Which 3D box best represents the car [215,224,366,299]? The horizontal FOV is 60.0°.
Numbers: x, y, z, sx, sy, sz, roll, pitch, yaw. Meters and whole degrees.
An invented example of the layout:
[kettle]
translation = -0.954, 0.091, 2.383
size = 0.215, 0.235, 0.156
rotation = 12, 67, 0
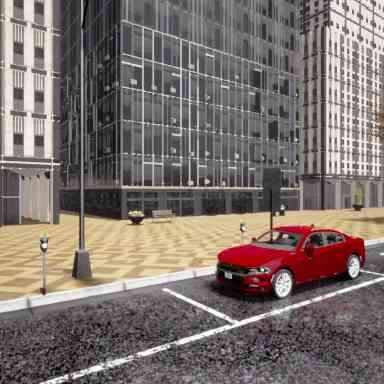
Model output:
[car]
translation = 2.606, 1.545, 8.422
size = 4.507, 1.381, 1.887
rotation = 0, 0, -36
